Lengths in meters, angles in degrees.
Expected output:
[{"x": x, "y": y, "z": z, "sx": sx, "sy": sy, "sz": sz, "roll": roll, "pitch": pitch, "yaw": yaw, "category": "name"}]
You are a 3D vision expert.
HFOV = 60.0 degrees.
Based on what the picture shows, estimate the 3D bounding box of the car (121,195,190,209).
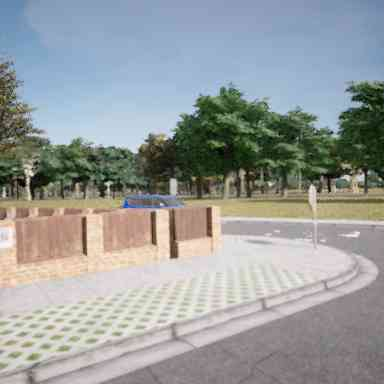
[{"x": -1.815, "y": 1.186, "z": 19.997, "sx": 5.566, "sy": 2.045, "sz": 2.150, "roll": -1, "pitch": 1, "yaw": 31, "category": "car"}]
